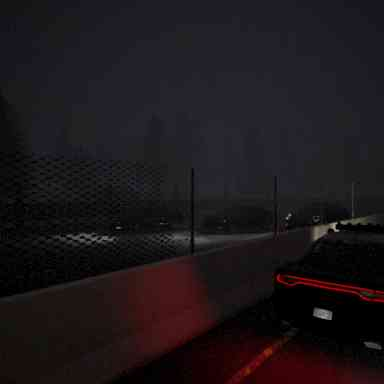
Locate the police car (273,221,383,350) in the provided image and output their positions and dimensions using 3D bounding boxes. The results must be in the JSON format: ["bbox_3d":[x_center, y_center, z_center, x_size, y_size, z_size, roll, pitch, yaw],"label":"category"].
[{"bbox_3d":[3.416,1.425,6.425,1.930,1.638,5.238,0,0,40],"label":"police car"}]

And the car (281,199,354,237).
[{"bbox_3d":[7.221,1.352,18.906,4.553,1.767,2.097,0,0,-43],"label":"car"}]
